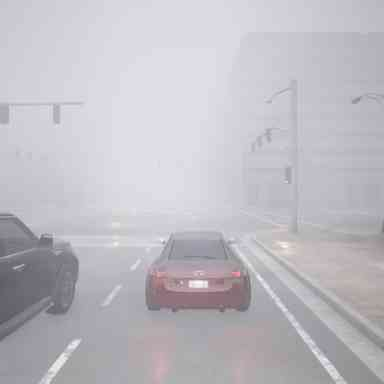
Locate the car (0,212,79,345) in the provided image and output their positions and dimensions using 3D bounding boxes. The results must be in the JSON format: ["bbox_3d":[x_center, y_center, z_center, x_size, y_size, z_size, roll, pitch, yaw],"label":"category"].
[{"bbox_3d":[-3.395,1.221,4.436,2.150,2.045,5.566,0,0,1],"label":"car"}]

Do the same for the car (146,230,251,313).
[{"bbox_3d":[0.115,1.564,7.761,1.994,1.385,4.181,0,0,0],"label":"car"}]
